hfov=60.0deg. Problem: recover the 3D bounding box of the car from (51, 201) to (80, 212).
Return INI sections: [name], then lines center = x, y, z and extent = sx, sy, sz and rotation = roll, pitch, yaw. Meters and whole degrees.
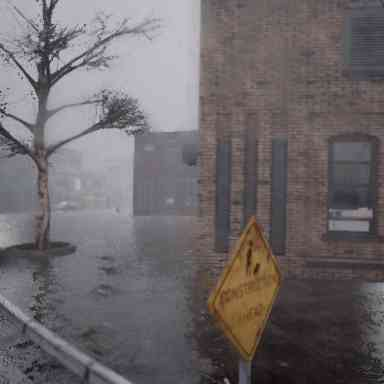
[car]
center = -17.728, 2.051, 46.912
extent = 1.812, 1.442, 4.674
rotation = 1, -1, 17
